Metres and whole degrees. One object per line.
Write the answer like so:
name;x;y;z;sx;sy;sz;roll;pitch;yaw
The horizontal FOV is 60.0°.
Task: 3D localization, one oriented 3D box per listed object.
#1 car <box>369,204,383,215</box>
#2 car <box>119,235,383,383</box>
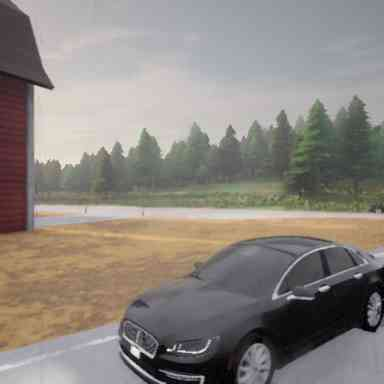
car;20.830;1.542;33.801;5.008;1.535;1.882;0;-1;33
car;1.279;1.504;5.175;4.892;1.490;1.837;0;0;-38
